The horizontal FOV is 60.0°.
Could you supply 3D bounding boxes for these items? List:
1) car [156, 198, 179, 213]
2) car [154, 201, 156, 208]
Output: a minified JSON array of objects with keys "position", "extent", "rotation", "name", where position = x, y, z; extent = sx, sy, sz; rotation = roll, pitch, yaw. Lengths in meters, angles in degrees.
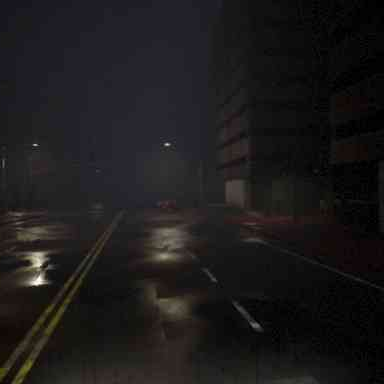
[{"position":[-2.677,1.627,38.150],"extent":[1.895,1.301,4.718],"rotation":[-1,0,-9],"name":"car"},{"position":[-4.399,1.596,47.941],"extent":[2.033,1.411,5.357],"rotation":[-1,0,-10],"name":"car"}]
